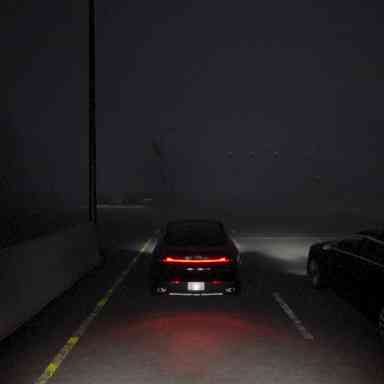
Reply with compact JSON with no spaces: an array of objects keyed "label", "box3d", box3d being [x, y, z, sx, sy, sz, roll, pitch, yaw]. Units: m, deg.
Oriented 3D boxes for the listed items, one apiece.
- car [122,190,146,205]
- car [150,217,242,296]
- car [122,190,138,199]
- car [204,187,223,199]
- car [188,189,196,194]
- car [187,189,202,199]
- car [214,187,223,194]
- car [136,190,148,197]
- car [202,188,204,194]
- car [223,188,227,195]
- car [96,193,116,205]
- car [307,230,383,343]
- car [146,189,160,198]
[{"label":"car","box3d":[-7.089,0.733,40.050,1.882,1.535,5.008,0,1,0]},{"label":"car","box3d":[0.078,1.379,8.325,1.837,1.490,4.892,0,1,0]},{"label":"car","box3d":[-10.569,0.396,57.198,1.882,1.535,5.008,0,1,0]},{"label":"car","box3d":[3.611,0.267,57.379,2.097,1.767,4.553,0,1,0]},{"label":"car","box3d":[0.017,-0.153,88.271,2.033,1.411,5.357,0,1,0]},{"label":"car","box3d":[0.112,0.401,57.637,2.128,1.511,4.902,0,1,0]},{"label":"car","box3d":[7.017,-0.448,88.238,2.097,1.767,4.553,0,1,0]},{"label":"car","box3d":[-10.486,0.251,70.515,1.895,1.301,4.718,0,1,0]},{"label":"car","box3d":[3.519,-0.243,90.818,1.837,1.490,4.892,0,1,1]},{"label":"car","box3d":[7.015,-0.161,79.072,2.097,1.767,4.553,0,1,0]},{"label":"car","box3d":[-10.590,0.802,40.107,2.033,1.411,5.357,0,1,0]},{"label":"car","box3d":[3.567,1.413,5.814,2.128,1.511,4.902,0,1,0]},{"label":"car","box3d":[-7.071,0.493,56.655,1.994,1.385,4.181,0,1,0]}]
